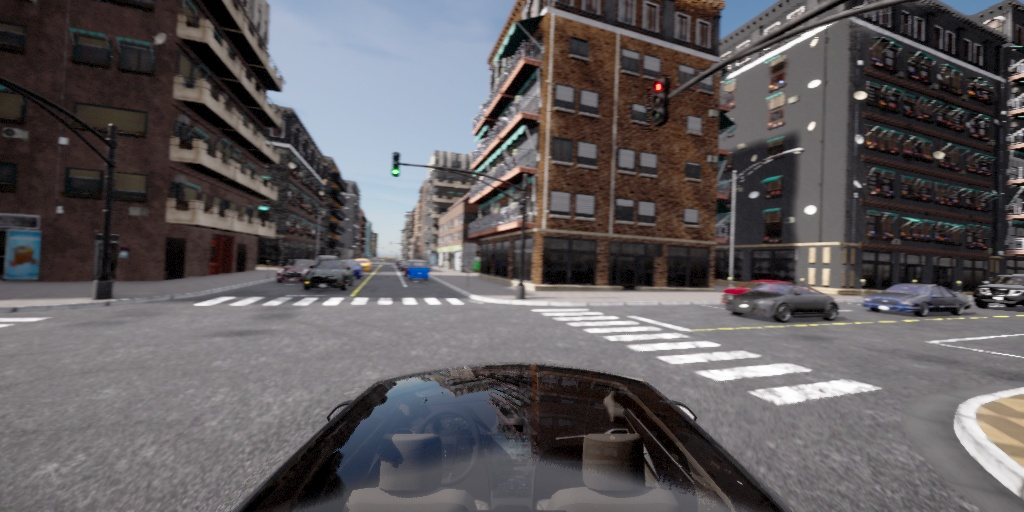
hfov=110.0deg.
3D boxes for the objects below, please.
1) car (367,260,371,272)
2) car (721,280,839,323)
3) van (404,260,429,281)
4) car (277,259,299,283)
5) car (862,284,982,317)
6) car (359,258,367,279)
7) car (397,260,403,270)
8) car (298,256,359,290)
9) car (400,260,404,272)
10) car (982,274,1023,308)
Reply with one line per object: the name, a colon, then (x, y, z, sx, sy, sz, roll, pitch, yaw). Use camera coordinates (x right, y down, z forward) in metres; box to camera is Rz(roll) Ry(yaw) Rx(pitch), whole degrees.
car: (-18.235, 1.129, 43.674, 1.882, 1.535, 5.008, 3, -1, -18)
car: (10.711, 1.775, 14.264, 4.181, 1.385, 1.994, 2, -1, -18)
van: (-8.307, 1.229, 31.595, 1.690, 1.789, 3.998, 0, 0, -19)
car: (-14.398, 0.947, 24.273, 1.967, 1.591, 4.097, 0, 0, -19)
car: (19.571, 2.062, 17.297, 5.357, 1.411, 2.033, 2, -1, -19)
car: (-13.804, 1.112, 30.661, 1.882, 1.535, 5.008, 3, -1, -19)
car: (-14.042, 1.468, 47.987, 1.948, 1.339, 4.313, 0, 0, -19)
car: (-10.485, 0.973, 20.820, 2.097, 1.767, 4.553, 3, -1, -18)
car: (-10.347, 1.439, 37.455, 1.888, 1.381, 4.507, 0, 0, -19)
car: (29.464, 2.075, 20.664, 5.566, 2.045, 2.150, 2, -1, -18)
